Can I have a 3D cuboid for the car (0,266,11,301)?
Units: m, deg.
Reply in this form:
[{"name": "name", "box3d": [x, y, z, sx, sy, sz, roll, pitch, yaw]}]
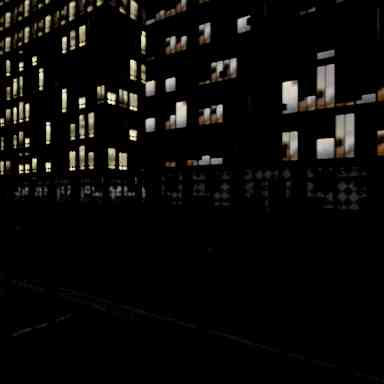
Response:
[{"name": "car", "box3d": [-5.597, 1.530, 6.875, 4.829, 1.417, 1.752, 0, 0, 36]}]
